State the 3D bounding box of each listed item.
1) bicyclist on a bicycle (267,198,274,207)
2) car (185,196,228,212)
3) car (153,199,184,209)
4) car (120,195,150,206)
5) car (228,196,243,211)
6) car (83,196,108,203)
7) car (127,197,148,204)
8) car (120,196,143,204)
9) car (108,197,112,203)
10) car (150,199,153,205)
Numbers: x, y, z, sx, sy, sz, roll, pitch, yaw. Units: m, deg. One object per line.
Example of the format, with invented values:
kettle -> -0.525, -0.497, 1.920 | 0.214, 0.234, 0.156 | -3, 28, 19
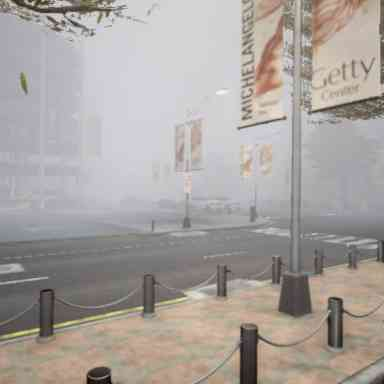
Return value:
bicyclist on a bicycle -> 14.008, 1.847, 59.346 | 1.656, 1.620, 0.582 | 0, 0, -36
car -> 1.867, 1.553, 45.402 | 2.150, 2.045, 5.566 | 1, 0, -35
car -> -3.866, 1.836, 53.301 | 1.837, 1.490, 4.892 | 1, 0, -37
car -> -10.818, 1.539, 61.111 | 5.566, 2.045, 2.150 | 0, -1, 40
car -> 4.719, 1.595, 47.431 | 2.150, 2.045, 5.566 | 1, 0, -35
car -> -22.234, 1.753, 75.109 | 4.892, 1.490, 1.837 | 0, 0, 12
car -> -12.247, 1.952, 74.963 | 4.181, 1.385, 1.994 | 0, 0, 26
car -> -12.987, 1.723, 71.408 | 4.553, 1.767, 2.097 | 0, 0, 26
car -> -21.275, 1.754, 78.476 | 5.008, 1.535, 1.882 | 0, 0, 12
car -> -7.502, 1.962, 62.805 | 4.718, 1.301, 1.895 | 0, -1, 43
